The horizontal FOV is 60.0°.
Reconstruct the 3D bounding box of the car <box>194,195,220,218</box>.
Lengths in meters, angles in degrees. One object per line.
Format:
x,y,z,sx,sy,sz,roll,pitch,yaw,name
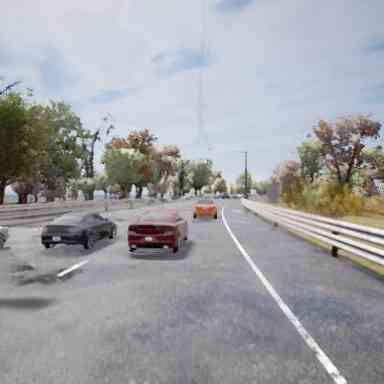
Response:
1.317,1.438,31.303,2.097,1.767,4.553,0,0,4,car

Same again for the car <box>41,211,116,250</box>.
-4.781,1.563,14.541,1.812,1.442,4.674,0,0,5,car

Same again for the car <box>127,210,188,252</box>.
-1.294,1.516,14.229,1.882,1.535,5.008,0,0,5,car

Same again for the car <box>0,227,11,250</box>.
-8.559,1.628,11.611,1.895,1.301,4.718,0,0,5,car
